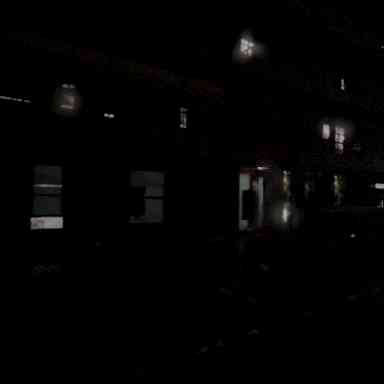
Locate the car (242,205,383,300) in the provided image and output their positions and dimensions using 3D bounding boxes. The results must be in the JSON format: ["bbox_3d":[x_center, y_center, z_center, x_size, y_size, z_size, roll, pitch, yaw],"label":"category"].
[{"bbox_3d":[3.616,1.318,8.639,5.009,1.841,2.192,0,1,-35],"label":"car"}]
